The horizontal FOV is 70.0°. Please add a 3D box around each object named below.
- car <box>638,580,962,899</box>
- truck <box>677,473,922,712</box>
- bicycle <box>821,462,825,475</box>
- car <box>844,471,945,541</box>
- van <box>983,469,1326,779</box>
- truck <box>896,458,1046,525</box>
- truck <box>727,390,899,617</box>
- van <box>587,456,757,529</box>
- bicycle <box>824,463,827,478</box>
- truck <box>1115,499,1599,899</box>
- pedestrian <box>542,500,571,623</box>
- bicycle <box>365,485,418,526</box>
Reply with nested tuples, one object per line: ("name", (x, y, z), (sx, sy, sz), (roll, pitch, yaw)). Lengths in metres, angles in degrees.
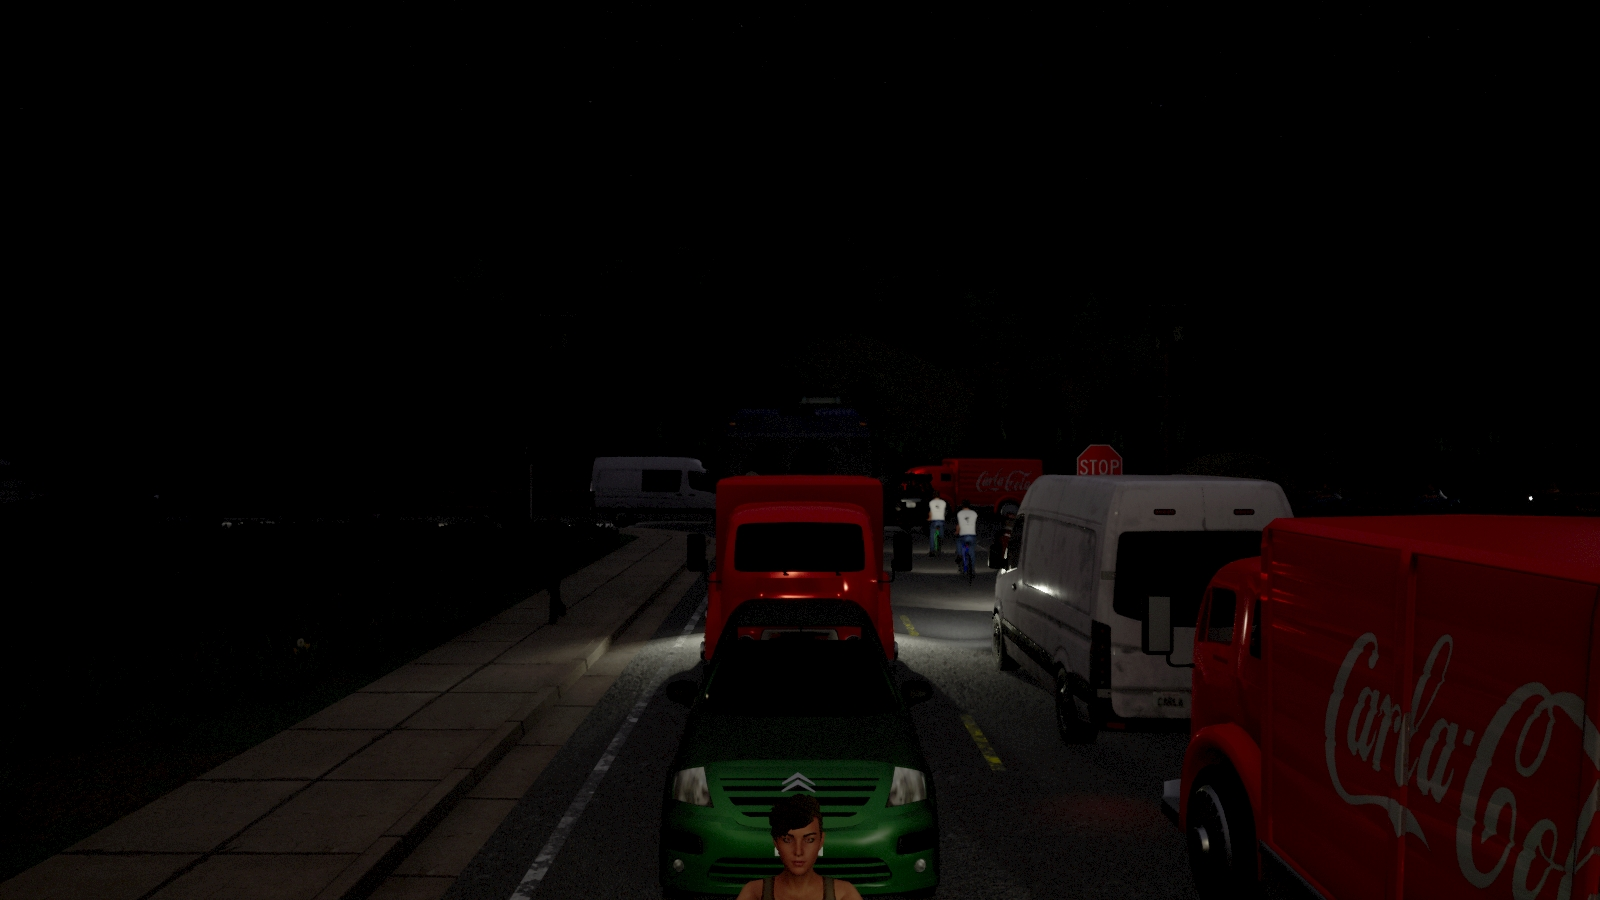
("car", (-0.002, 2.006, 8.512), (1.851, 1.617, 3.988), (0, 0, 0))
("truck", (-0.012, 1.578, 14.852), (2.627, 2.467, 5.204), (0, 0, 0))
("bicycle", (2.598, 2.132, 129.860), (0.373, 1.496, 1.643), (0, -1, 0))
("car", (3.035, 1.795, 38.201), (2.150, 2.045, 5.566), (0, 0, -8))
("van", (3.517, 1.543, 12.758), (1.988, 2.561, 5.915), (0, 0, 0))
("truck", (6.537, 1.561, 44.119), (5.204, 2.467, 2.627), (0, 0, -9))
("truck", (0.193, 0.905, 23.468), (2.891, 3.827, 8.468), (0, 0, 0))
("van", (-4.599, 1.527, 41.700), (5.915, 2.561, 1.988), (0, 0, 3))
("bicycle", (2.664, 2.130, 119.107), (0.329, 1.471, 1.835), (0, 0, 0))
("truck", (3.501, 1.572, 5.334), (2.627, 2.467, 5.204), (0, 0, 0))
("pedestrian", (-3.759, 1.705, 17.634), (0.375, 1.860, 0.375), (0, 0, -1))
("bicycle", (-15.091, 2.051, 42.196), (1.835, 1.471, 0.329), (0, 0, 3))
